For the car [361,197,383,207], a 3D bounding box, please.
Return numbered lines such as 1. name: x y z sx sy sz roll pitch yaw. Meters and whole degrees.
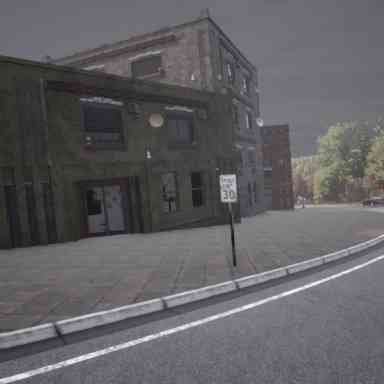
1. car: 28.690 1.491 52.811 1.882 1.535 5.008 -5 -2 -1
